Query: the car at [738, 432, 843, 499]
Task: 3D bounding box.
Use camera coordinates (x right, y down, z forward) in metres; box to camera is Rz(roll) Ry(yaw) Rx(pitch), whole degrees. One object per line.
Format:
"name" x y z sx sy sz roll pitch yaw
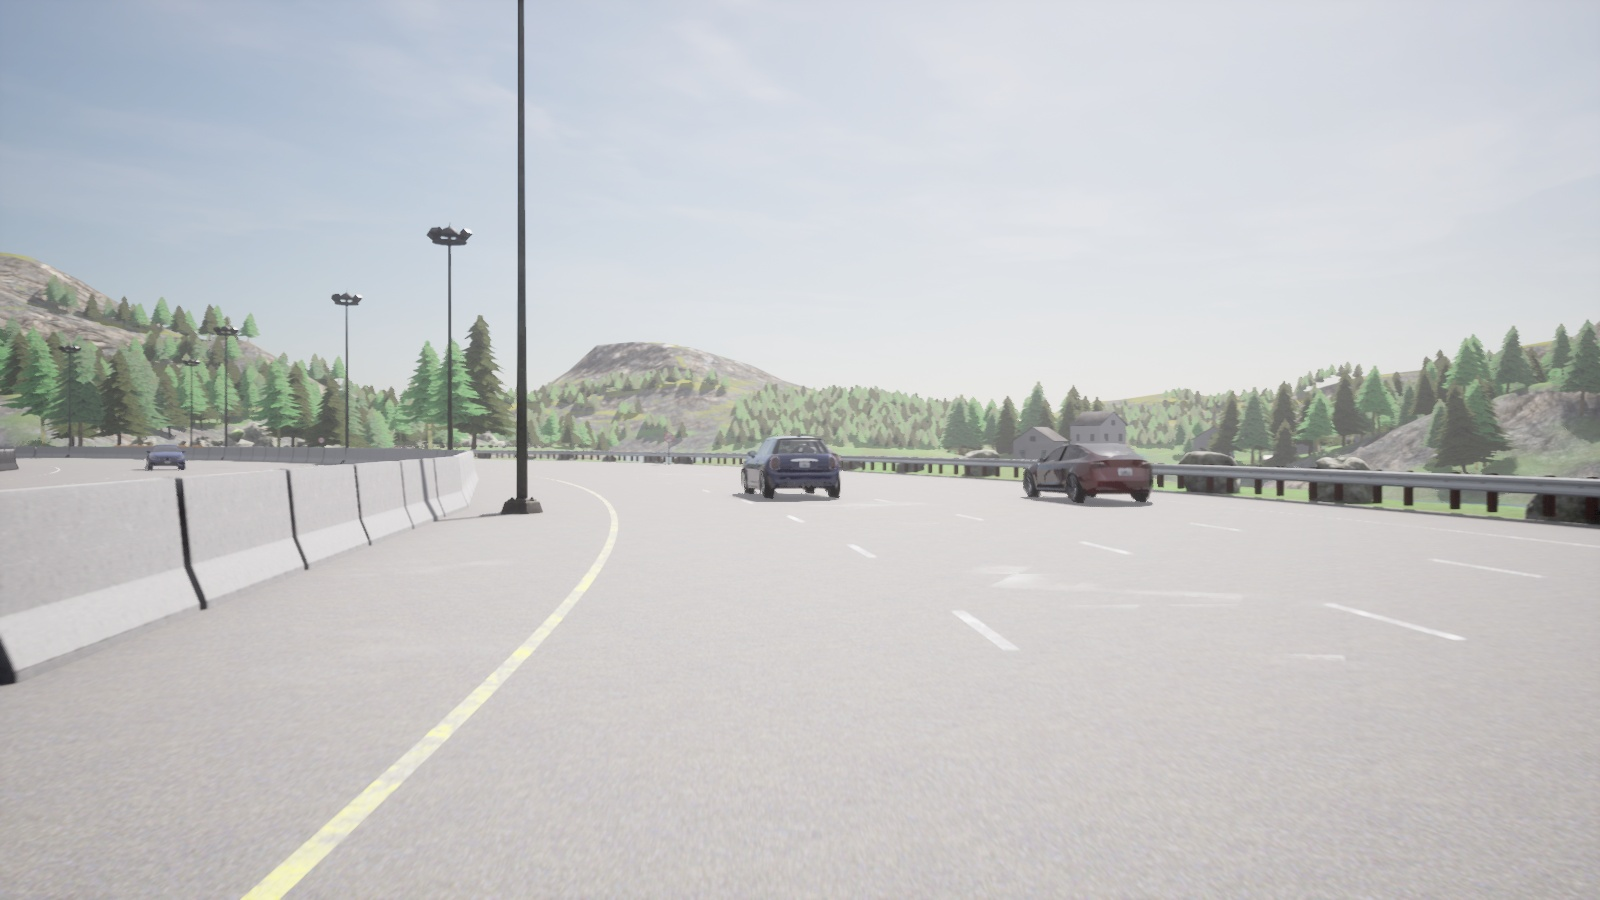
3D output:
"car" -0.363 0.404 35.580 2.097 1.767 4.553 0 0 -12

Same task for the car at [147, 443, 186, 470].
"car" -35.636 0.353 70.584 1.812 1.442 4.674 0 0 -29

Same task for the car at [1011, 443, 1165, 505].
"car" 7.379 0.566 32.705 2.163 1.488 4.792 0 0 -11
